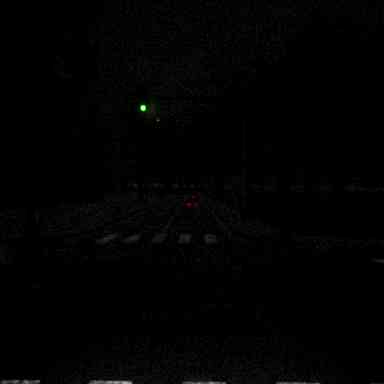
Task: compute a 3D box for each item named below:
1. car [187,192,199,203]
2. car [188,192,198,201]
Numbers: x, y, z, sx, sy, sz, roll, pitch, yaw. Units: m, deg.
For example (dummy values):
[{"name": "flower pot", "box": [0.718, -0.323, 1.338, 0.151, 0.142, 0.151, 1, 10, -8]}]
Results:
[{"name": "car", "box": [0.166, 0.922, 52.317, 2.128, 1.511, 4.902, 0, 1, 0]}, {"name": "car", "box": [0.173, 0.792, 62.735, 1.882, 1.535, 5.008, 0, 1, 0]}]
